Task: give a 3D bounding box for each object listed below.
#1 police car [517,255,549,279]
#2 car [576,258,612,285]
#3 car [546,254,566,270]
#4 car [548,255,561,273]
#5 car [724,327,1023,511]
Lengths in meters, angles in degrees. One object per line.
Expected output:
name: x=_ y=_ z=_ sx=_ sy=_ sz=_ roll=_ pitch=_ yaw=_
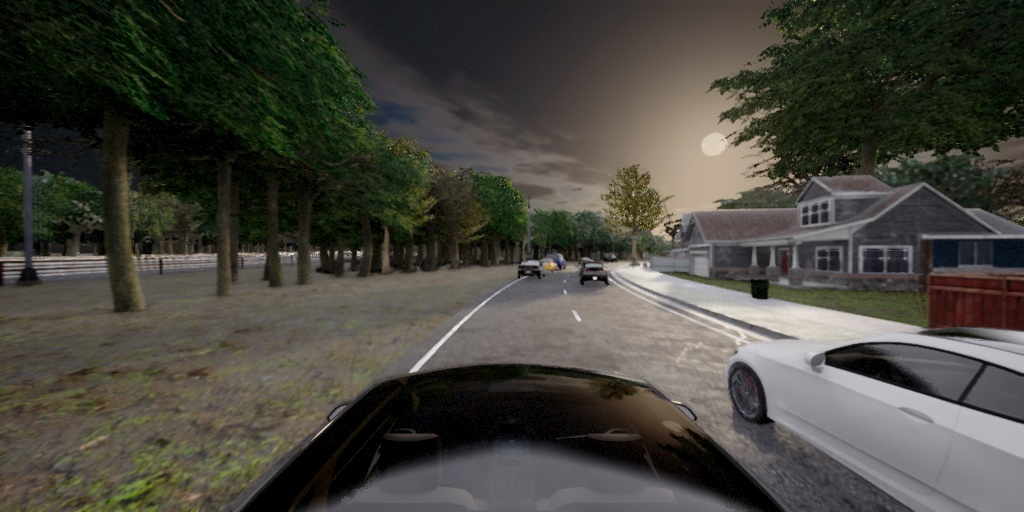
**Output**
police car: x=1.725 y=1.010 z=30.253 sx=1.930 sy=1.638 sz=5.238 roll=0 pitch=0 yaw=11
car: x=5.634 y=1.143 z=25.118 sx=1.837 sy=1.490 sz=4.892 roll=0 pitch=0 yaw=9
car: x=5.509 y=0.704 z=45.634 sx=2.150 sy=2.045 sz=5.566 roll=0 pitch=0 yaw=17
car: x=3.938 y=0.973 z=40.040 sx=1.801 sy=1.575 sz=5.366 roll=0 pitch=0 yaw=15
car: x=3.680 y=1.286 z=2.761 sx=1.812 sy=1.442 sz=4.674 roll=0 pitch=0 yaw=1
